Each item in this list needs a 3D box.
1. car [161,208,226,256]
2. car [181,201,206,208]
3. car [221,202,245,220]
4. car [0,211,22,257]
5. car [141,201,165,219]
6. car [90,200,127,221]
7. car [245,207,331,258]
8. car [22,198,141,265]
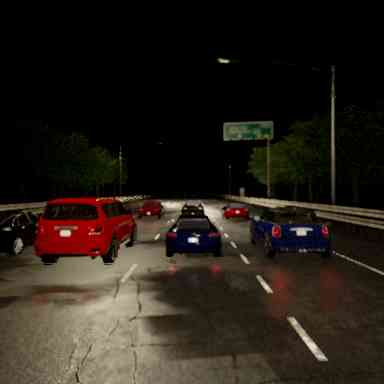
[{"bbox_3d":[0.060,1.559,13.031,1.994,1.385,4.181,0,0,1],"label":"car"},{"bbox_3d":[0.096,1.472,27.908,2.128,1.511,4.902,0,0,1],"label":"car"},{"bbox_3d":[3.600,1.544,28.148,1.994,1.385,4.181,0,0,0],"label":"car"},{"bbox_3d":[-6.940,1.500,12.959,1.837,1.490,4.892,0,0,1],"label":"car"},{"bbox_3d":[-3.398,1.504,28.607,1.812,1.442,4.674,0,0,1],"label":"car"},{"bbox_3d":[-6.903,1.485,27.949,1.837,1.490,4.892,0,0,1],"label":"car"},{"bbox_3d":[3.558,1.346,12.857,2.097,1.767,4.553,0,0,1],"label":"car"},{"bbox_3d":[-3.452,1.218,11.834,2.150,2.045,5.566,0,0,1],"label":"car"}]
